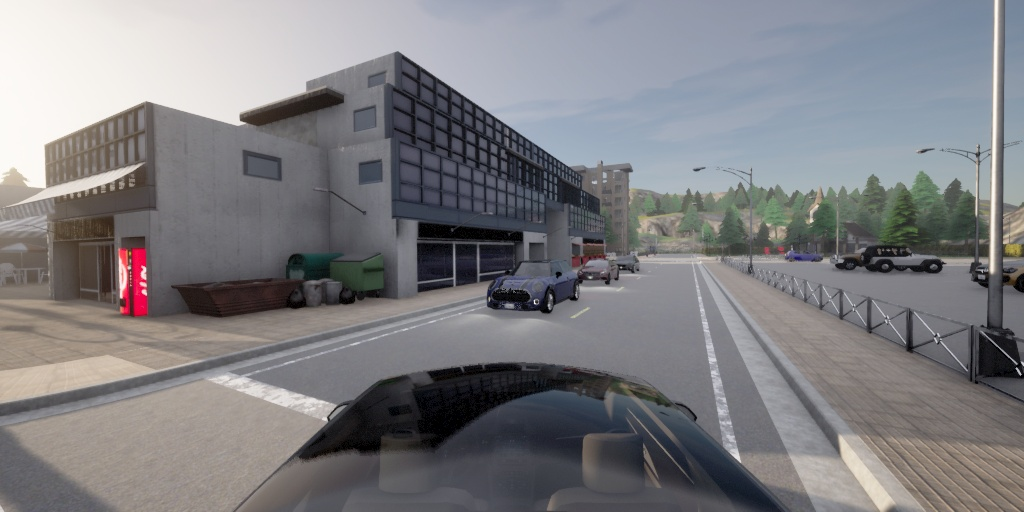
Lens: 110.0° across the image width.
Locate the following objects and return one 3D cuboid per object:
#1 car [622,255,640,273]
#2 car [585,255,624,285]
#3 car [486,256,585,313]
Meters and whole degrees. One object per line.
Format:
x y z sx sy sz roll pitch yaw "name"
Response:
9.966 0.642 31.300 1.837 1.490 4.892 0 1 27 "car"
5.399 0.875 22.113 1.812 1.442 4.674 0 1 26 "car"
0.915 0.910 13.060 2.097 1.767 4.553 0 1 26 "car"
